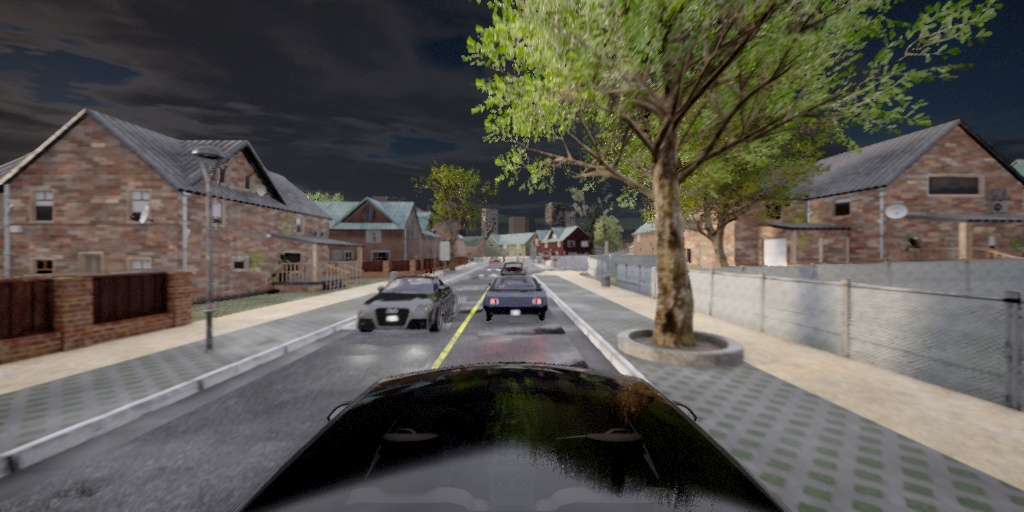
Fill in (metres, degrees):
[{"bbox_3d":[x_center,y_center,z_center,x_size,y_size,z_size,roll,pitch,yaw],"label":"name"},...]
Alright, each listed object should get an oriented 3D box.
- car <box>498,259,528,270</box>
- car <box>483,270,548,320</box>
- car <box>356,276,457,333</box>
[{"bbox_3d":[0.114,1.171,25.793,1.837,1.490,4.892,0,0,0],"label":"car"},{"bbox_3d":[0.106,1.316,12.390,1.895,1.301,4.718,0,0,0],"label":"car"},{"bbox_3d":[-2.843,1.285,10.500,1.994,1.385,4.181,0,0,0],"label":"car"}]
